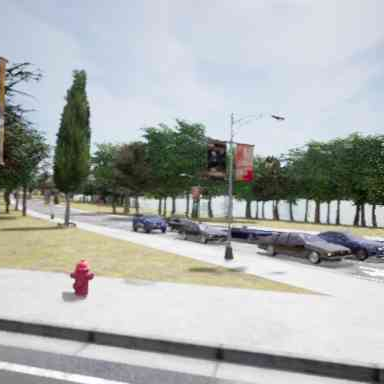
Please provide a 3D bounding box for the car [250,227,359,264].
[{"bbox_3d":[5.907,2.929,18.272,2.033,1.411,5.357,2,-3,-31],"label":"car"}]

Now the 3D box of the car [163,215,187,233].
[{"bbox_3d":[-0.929,3.604,35.966,1.837,1.490,4.892,2,-3,-31],"label":"car"}]

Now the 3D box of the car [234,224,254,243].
[{"bbox_3d":[4.393,3.347,27.097,1.895,1.301,4.718,2,-3,-31],"label":"car"}]

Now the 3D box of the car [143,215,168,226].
[{"bbox_3d":[-5.635,4.253,50.303,1.837,1.490,4.892,2,-3,-31],"label":"car"}]

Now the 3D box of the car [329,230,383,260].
[{"bbox_3d":[8.958,2.993,19.500,1.812,1.442,4.674,2,-3,-31],"label":"car"}]

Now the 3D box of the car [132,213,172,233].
[{"bbox_3d":[-4.726,3.290,35.996,2.150,2.045,5.566,2,-3,-31],"label":"car"}]

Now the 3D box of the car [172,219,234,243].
[{"bbox_3d":[0.737,3.248,26.880,2.033,1.411,5.357,2,-3,-31],"label":"car"}]
